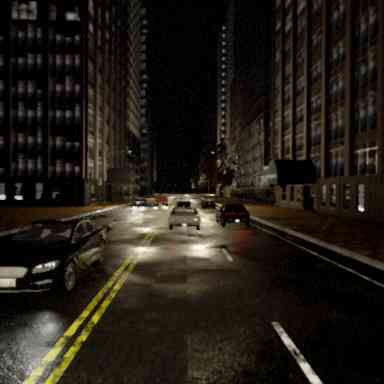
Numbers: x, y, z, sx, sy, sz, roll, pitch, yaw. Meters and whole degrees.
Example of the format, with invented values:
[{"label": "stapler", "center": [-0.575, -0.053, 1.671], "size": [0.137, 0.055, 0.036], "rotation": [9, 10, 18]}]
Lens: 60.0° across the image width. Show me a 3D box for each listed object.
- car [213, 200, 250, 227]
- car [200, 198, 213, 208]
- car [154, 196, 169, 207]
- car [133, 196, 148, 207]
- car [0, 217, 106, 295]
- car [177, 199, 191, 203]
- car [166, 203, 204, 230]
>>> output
[{"label": "car", "center": [2.729, 1.515, 22.821], "size": [1.837, 1.490, 4.892], "rotation": [0, 0, -1]}, {"label": "car", "center": [2.175, 1.539, 45.149], "size": [2.033, 1.411, 5.357], "rotation": [0, 0, -1]}, {"label": "car", "center": [-4.613, 1.431, 50.700], "size": [1.882, 1.535, 5.008], "rotation": [0, 0, -1]}, {"label": "car", "center": [-7.866, 1.428, 50.846], "size": [2.128, 1.511, 4.902], "rotation": [0, 0, -1]}, {"label": "car", "center": [-3.621, 1.475, 8.826], "size": [2.128, 1.511, 4.902], "rotation": [0, 0, -1]}, {"label": "car", "center": [-1.114, 1.575, 46.723], "size": [1.895, 1.301, 4.718], "rotation": [0, 0, -1]}, {"label": "car", "center": [-0.482, 1.597, 21.291], "size": [1.895, 1.301, 4.718], "rotation": [0, 0, -1]}]
